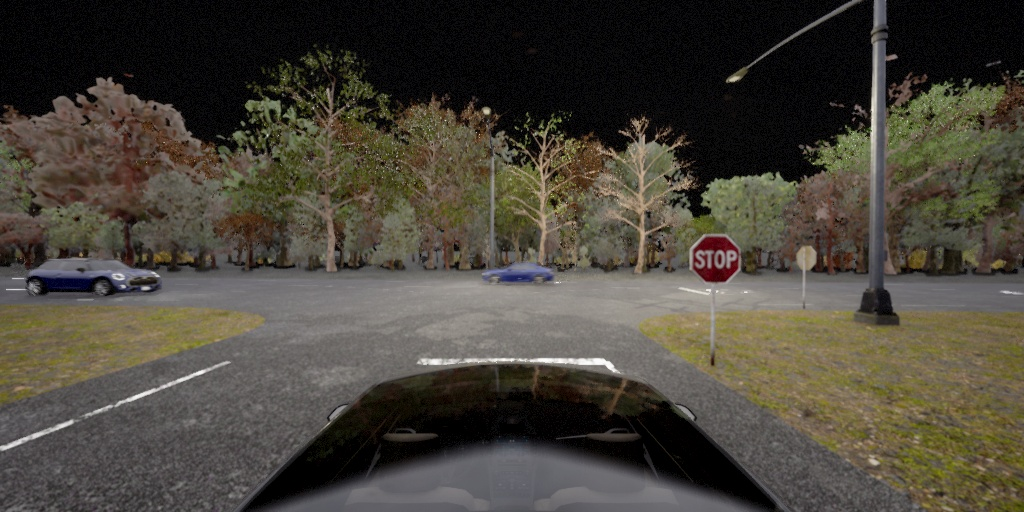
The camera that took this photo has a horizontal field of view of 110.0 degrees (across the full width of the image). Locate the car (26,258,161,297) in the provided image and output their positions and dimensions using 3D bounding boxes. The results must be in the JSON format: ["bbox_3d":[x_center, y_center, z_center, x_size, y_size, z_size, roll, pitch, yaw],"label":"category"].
[{"bbox_3d":[-19.123,0.886,16.560,4.553,1.767,2.097,0,0,1],"label":"car"}]

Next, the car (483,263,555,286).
[{"bbox_3d":[0.442,1.157,23.336,4.674,1.442,1.812,0,0,0],"label":"car"}]
